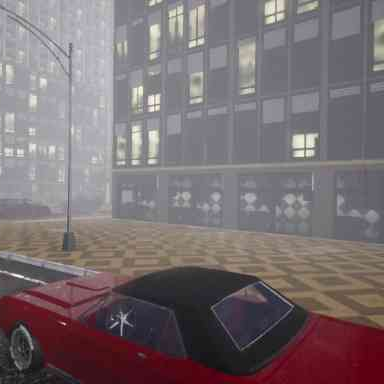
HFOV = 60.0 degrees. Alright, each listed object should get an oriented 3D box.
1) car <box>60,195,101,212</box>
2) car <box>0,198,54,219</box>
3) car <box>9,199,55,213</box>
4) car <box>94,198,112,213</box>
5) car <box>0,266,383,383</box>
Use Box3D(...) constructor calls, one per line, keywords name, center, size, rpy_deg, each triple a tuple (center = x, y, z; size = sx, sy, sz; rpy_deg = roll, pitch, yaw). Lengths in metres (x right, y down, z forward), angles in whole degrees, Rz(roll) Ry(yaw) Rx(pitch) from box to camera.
Box3D(name="car", center=(-14.052, 1.424, 42.717), size=(2.150, 2.045, 5.566), rpy_deg=(1, 0, 37))
Box3D(name="car", center=(-15.737, 1.517, 30.754), size=(2.192, 1.841, 5.009), rpy_deg=(1, 0, 37))
Box3D(name="car", center=(-19.211, 1.641, 40.138), size=(1.752, 1.417, 4.829), rpy_deg=(1, 0, 37))
Box3D(name="car", center=(-8.916, 1.828, 39.949), size=(1.752, 1.417, 4.829), rpy_deg=(1, 0, 37))
Box3D(name="car", center=(-0.333, 1.600, 3.927), size=(4.718, 1.301, 1.895), rpy_deg=(0, 0, 36))
